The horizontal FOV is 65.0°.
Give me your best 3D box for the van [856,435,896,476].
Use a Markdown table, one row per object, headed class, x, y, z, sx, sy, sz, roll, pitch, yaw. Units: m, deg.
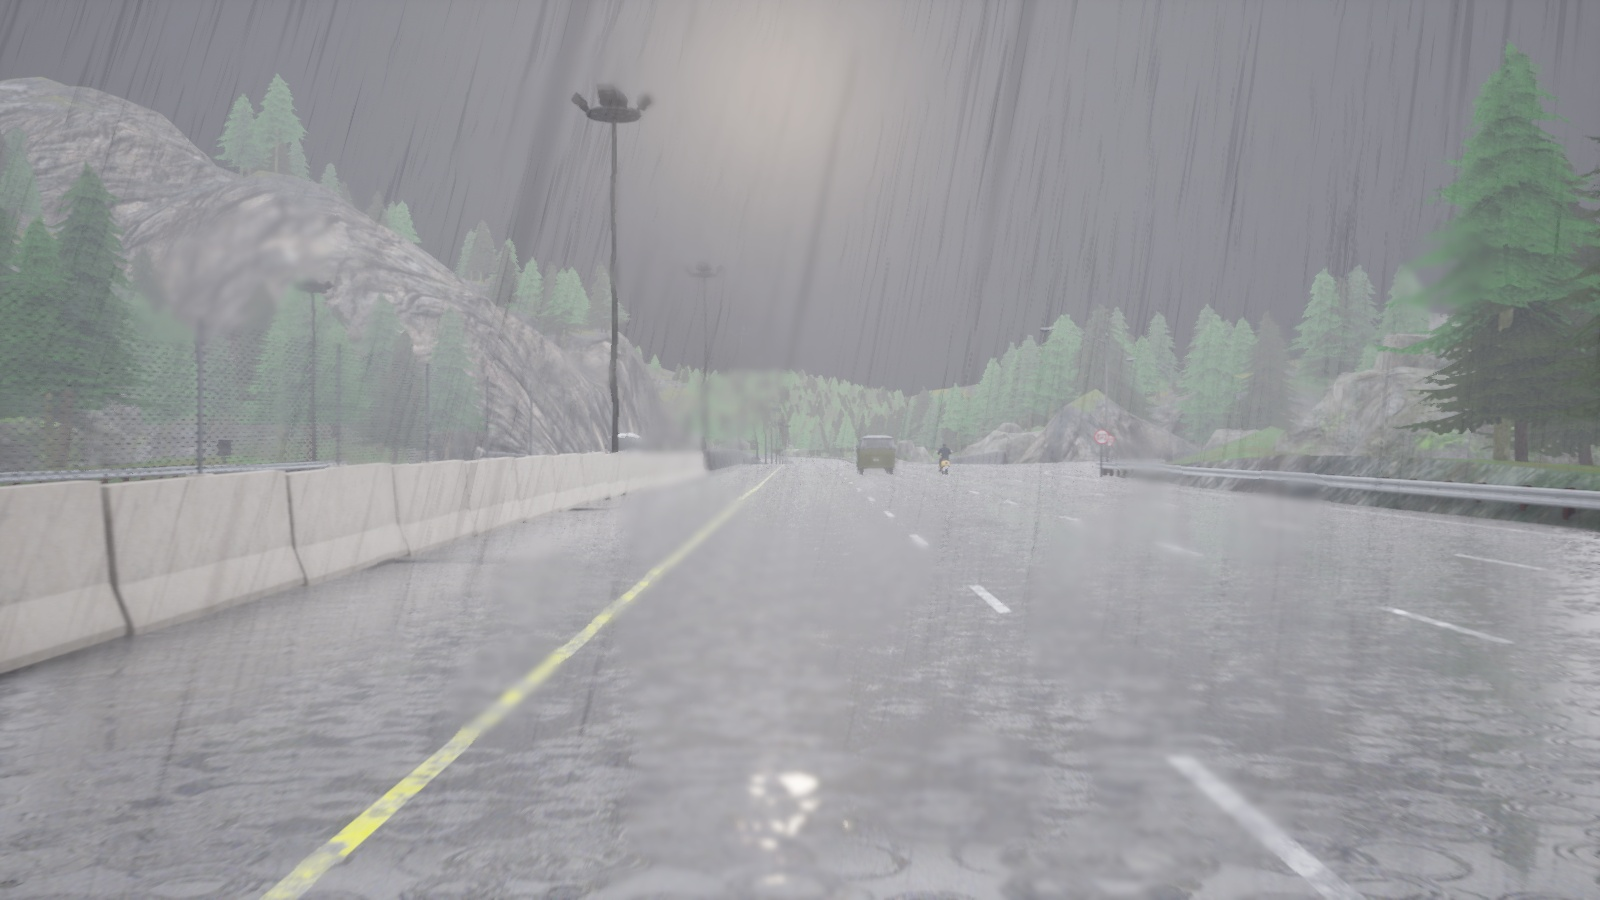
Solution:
| class | x | y | z | sx | sy | sz | roll | pitch | yaw |
| --- | --- | --- | --- | --- | --- | --- | --- | --- | --- |
| van | 3.809 | 0.267 | 63.324 | 1.775 | 1.987 | 4.442 | 0 | 0 | 0 |
